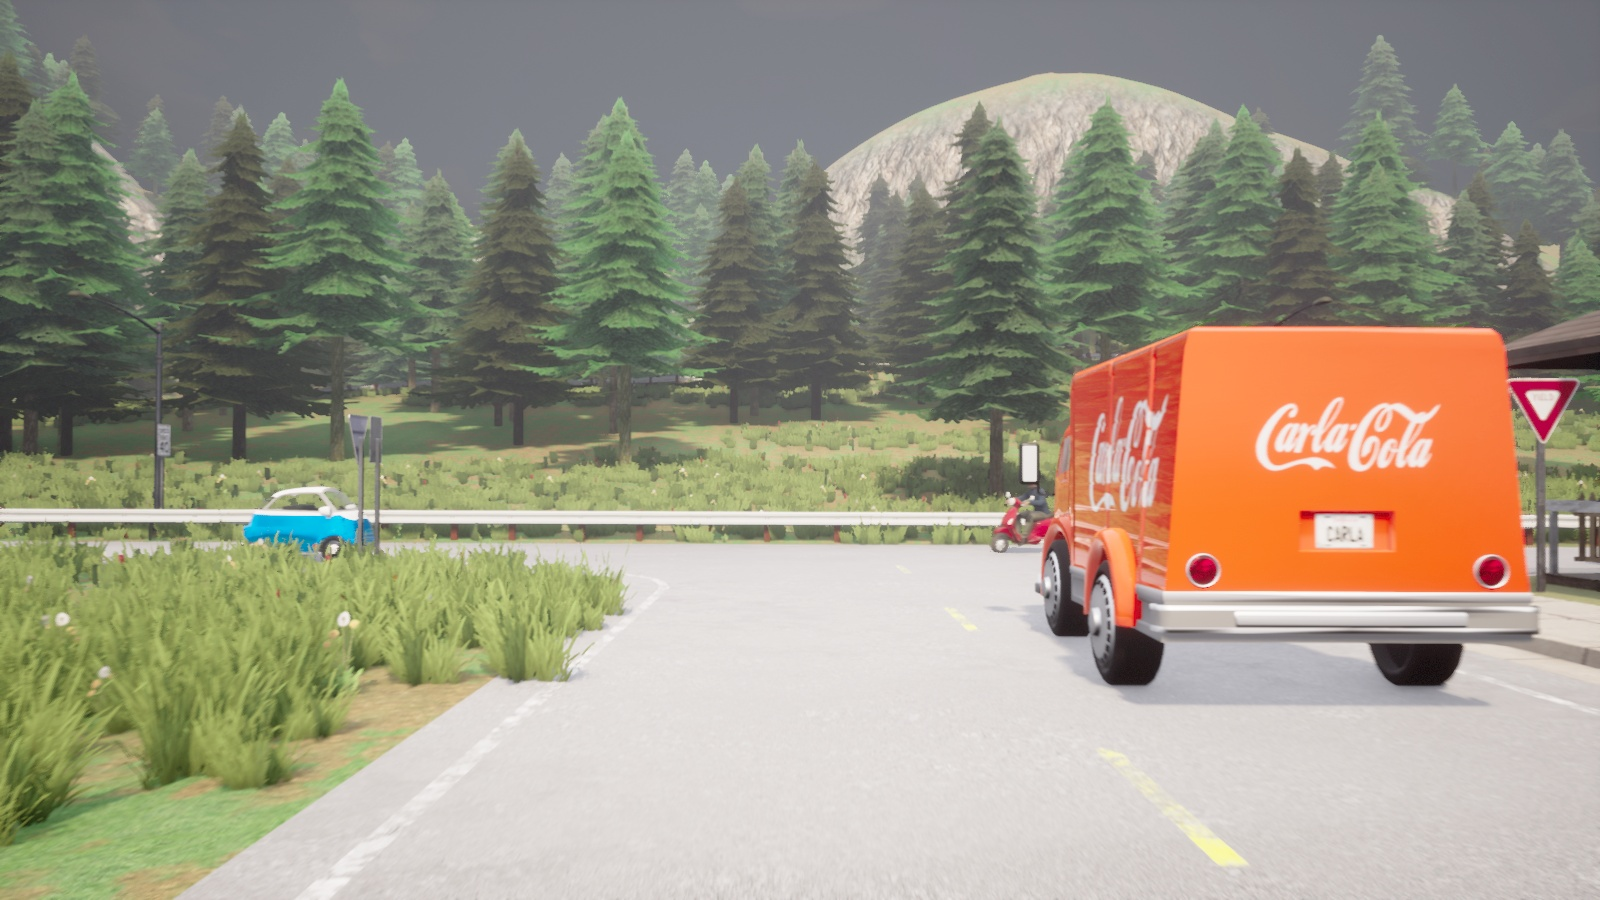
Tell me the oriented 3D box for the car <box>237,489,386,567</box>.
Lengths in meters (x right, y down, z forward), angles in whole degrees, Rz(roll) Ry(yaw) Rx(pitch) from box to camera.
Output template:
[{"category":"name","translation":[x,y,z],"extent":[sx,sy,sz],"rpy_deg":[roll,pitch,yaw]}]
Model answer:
[{"category":"car","translation":[-9.079,1.439,23.440],"extent":[2.207,1.376,1.481],"rpy_deg":[0,-1,0]}]

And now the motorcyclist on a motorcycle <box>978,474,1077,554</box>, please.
[{"category":"motorcyclist on a motorcycle","translation":[4.714,1.300,26.003],"extent":[1.817,1.590,0.866],"rpy_deg":[0,0,-22]}]

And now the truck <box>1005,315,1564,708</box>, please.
[{"category":"truck","translation":[3.470,0.475,10.513],"extent":[2.627,2.467,5.204],"rpy_deg":[0,-2,0]}]
